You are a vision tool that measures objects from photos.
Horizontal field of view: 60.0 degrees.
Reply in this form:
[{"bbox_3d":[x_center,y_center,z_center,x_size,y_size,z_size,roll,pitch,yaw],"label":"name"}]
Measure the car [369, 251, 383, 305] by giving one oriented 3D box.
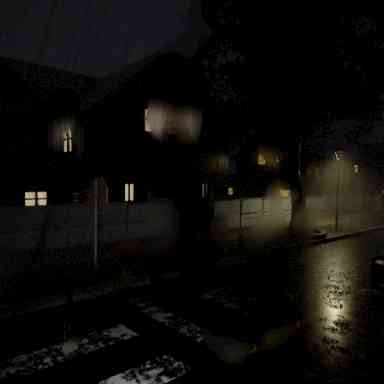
[{"bbox_3d":[5.298,1.427,6.750,4.902,1.511,2.128,0,2,-42],"label":"car"}]
